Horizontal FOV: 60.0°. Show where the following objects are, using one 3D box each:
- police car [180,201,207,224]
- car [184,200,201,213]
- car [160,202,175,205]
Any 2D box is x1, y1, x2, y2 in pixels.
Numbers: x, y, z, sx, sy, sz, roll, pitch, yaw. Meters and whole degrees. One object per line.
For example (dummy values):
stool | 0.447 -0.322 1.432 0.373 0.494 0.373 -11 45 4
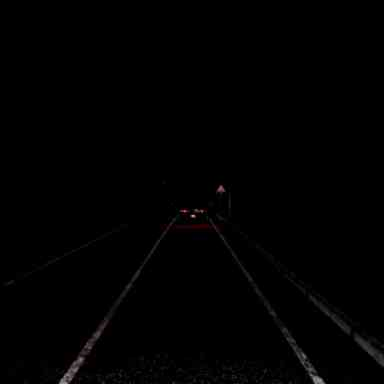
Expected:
police car | 0.092 1.569 25.681 2.038 1.542 4.974 0 -1 0
car | 0.088 1.799 41.975 2.033 1.411 5.357 0 0 0
car | -3.012 1.406 41.652 2.033 1.411 5.357 0 0 0
